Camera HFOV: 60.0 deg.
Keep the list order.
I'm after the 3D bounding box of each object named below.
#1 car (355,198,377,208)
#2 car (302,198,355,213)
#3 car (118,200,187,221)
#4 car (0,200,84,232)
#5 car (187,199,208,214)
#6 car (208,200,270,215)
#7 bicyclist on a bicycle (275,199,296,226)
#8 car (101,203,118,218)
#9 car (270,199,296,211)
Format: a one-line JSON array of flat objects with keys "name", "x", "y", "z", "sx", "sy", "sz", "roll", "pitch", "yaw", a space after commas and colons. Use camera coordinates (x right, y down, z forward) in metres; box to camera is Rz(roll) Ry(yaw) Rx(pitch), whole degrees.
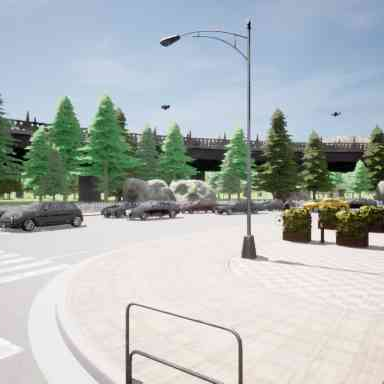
[{"name": "car", "x": 19.678, "y": 1.436, "z": 40.192, "sx": 4.902, "sy": 1.511, "sz": 2.128, "roll": 0, "pitch": 0, "yaw": 0}, {"name": "car", "x": 14.562, "y": 1.422, "z": 36.269, "sx": 5.008, "sy": 1.535, "sz": 1.882, "roll": 0, "pitch": 0, "yaw": -7}, {"name": "car", "x": -3.137, "y": 1.436, "z": 27.114, "sx": 4.902, "sy": 1.511, "sz": 2.128, "roll": 0, "pitch": 0, "yaw": -44}, {"name": "car", "x": -8.932, "y": 1.296, "z": 20.043, "sx": 2.097, "sy": 1.767, "sz": 4.553, "roll": 0, "pitch": 0, "yaw": 37}, {"name": "car", "x": 0.816, "y": 1.470, "z": 34.692, "sx": 4.674, "sy": 1.442, "sz": 1.812, "roll": 0, "pitch": 0, "yaw": -30}, {"name": "car", "x": 4.690, "y": 1.492, "z": 33.038, "sx": 5.357, "sy": 1.411, "sz": 2.033, "roll": 0, "pitch": 0, "yaw": -26}, {"name": "bicyclist on a bicycle", "x": 5.589, "y": 1.245, "z": 19.568, "sx": 0.582, "sy": 1.620, "sz": 1.656, "roll": 0, "pitch": 0, "yaw": -44}, {"name": "car", "x": -5.837, "y": 1.508, "z": 29.208, "sx": 1.994, "sy": 1.385, "sz": 4.181, "roll": 0, "pitch": 0, "yaw": 45}, {"name": "car", "x": 9.884, "y": 1.508, "z": 38.686, "sx": 4.181, "sy": 1.385, "sz": 1.994, "roll": 0, "pitch": 0, "yaw": -14}]
